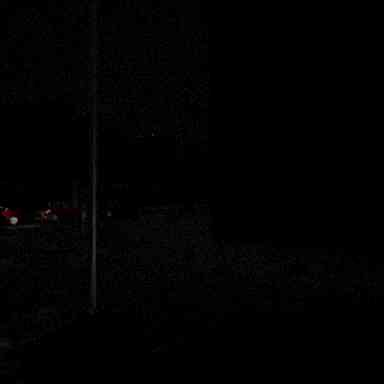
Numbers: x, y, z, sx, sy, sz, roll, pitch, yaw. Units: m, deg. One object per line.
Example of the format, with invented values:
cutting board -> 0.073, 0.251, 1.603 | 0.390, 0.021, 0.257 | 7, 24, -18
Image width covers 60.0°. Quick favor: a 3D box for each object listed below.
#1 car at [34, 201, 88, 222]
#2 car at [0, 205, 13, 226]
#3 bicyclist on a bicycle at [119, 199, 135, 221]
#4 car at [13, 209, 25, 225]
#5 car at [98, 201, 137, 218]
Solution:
car -> -10.274, 1.450, 26.347 | 1.967, 1.590, 4.097 | 0, 0, 36
car -> -13.208, 1.242, 18.119 | 2.150, 2.045, 5.566 | 0, 0, 28
bicyclist on a bicycle -> -4.779, 1.314, 24.327 | 1.656, 1.620, 0.582 | 0, 0, 36
car -> -13.450, 1.561, 21.901 | 1.887, 1.381, 4.507 | 0, 0, 36
car -> -7.095, 1.549, 30.792 | 1.887, 1.381, 4.507 | 0, 0, 36
